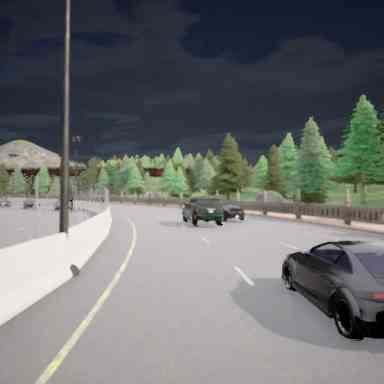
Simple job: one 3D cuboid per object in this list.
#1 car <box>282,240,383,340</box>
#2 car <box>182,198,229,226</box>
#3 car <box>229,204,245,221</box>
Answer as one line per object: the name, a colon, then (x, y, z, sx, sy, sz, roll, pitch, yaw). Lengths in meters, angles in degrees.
car: (3.297, 1.662, 6.738, 1.994, 1.385, 4.181, 1, -1, -2)
car: (0.719, 1.465, 25.792, 2.150, 2.045, 5.566, 1, -1, -13)
car: (3.179, 1.814, 30.191, 1.837, 1.490, 4.892, 1, -1, -15)
